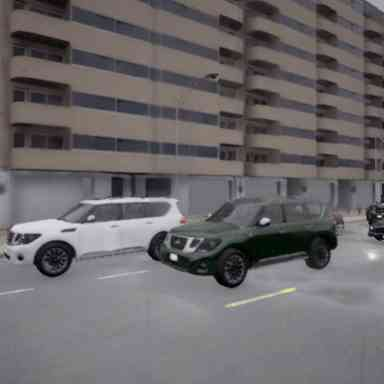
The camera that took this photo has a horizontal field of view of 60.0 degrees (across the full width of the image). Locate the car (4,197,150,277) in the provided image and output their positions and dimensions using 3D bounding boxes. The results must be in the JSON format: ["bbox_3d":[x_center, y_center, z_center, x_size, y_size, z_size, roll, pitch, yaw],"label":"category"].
[{"bbox_3d":[-2.762,1.205,10.577,5.566,2.045,2.150,0,0,-36],"label":"car"}]

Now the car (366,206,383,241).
[{"bbox_3d":[10.304,1.485,15.301,5.357,1.411,2.033,0,0,-34],"label":"car"}]

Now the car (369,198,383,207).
[{"bbox_3d":[13.785,1.135,21.891,5.566,2.045,2.150,0,0,-34],"label":"car"}]

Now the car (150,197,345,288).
[{"bbox_3d":[1.850,1.195,9.516,5.566,2.045,2.150,0,0,-34],"label":"car"}]

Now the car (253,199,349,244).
[{"bbox_3d":[5.345,1.301,16.160,4.553,1.767,2.097,0,0,-34],"label":"car"}]
